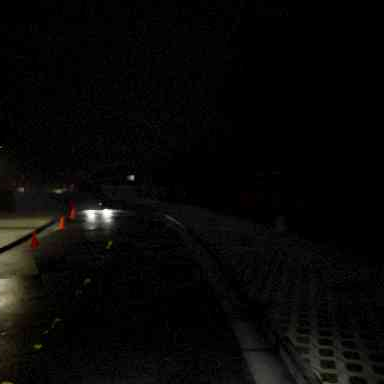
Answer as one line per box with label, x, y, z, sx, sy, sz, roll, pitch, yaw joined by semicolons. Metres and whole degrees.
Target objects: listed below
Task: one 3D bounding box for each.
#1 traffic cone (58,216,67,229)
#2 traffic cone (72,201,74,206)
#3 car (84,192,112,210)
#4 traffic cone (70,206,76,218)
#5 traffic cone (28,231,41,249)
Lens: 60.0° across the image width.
traffic cone;-6.259;1.466;16.073;0.340;0.580;0.340;0;2;-13
traffic cone;-8.943;1.183;25.377;0.340;0.580;0.340;-1;2;-20
car;-7.953;0.709;28.007;1.994;1.385;4.181;-1;2;-22
traffic cone;-7.456;1.323;20.766;0.340;0.580;0.340;-1;2;-16
traffic cone;-5.354;1.610;11.314;0.340;0.580;0.340;0;2;-9
